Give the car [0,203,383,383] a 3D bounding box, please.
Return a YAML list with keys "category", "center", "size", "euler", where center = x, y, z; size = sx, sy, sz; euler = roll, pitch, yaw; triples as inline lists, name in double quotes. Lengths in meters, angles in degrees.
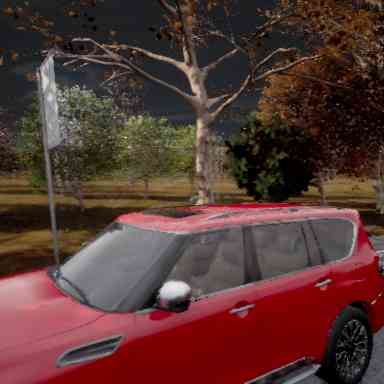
- category: "car"
  center: [-0.047, 1.195, 3.767]
  size: [5.566, 2.045, 2.150]
  euler: [0, 0, -34]
